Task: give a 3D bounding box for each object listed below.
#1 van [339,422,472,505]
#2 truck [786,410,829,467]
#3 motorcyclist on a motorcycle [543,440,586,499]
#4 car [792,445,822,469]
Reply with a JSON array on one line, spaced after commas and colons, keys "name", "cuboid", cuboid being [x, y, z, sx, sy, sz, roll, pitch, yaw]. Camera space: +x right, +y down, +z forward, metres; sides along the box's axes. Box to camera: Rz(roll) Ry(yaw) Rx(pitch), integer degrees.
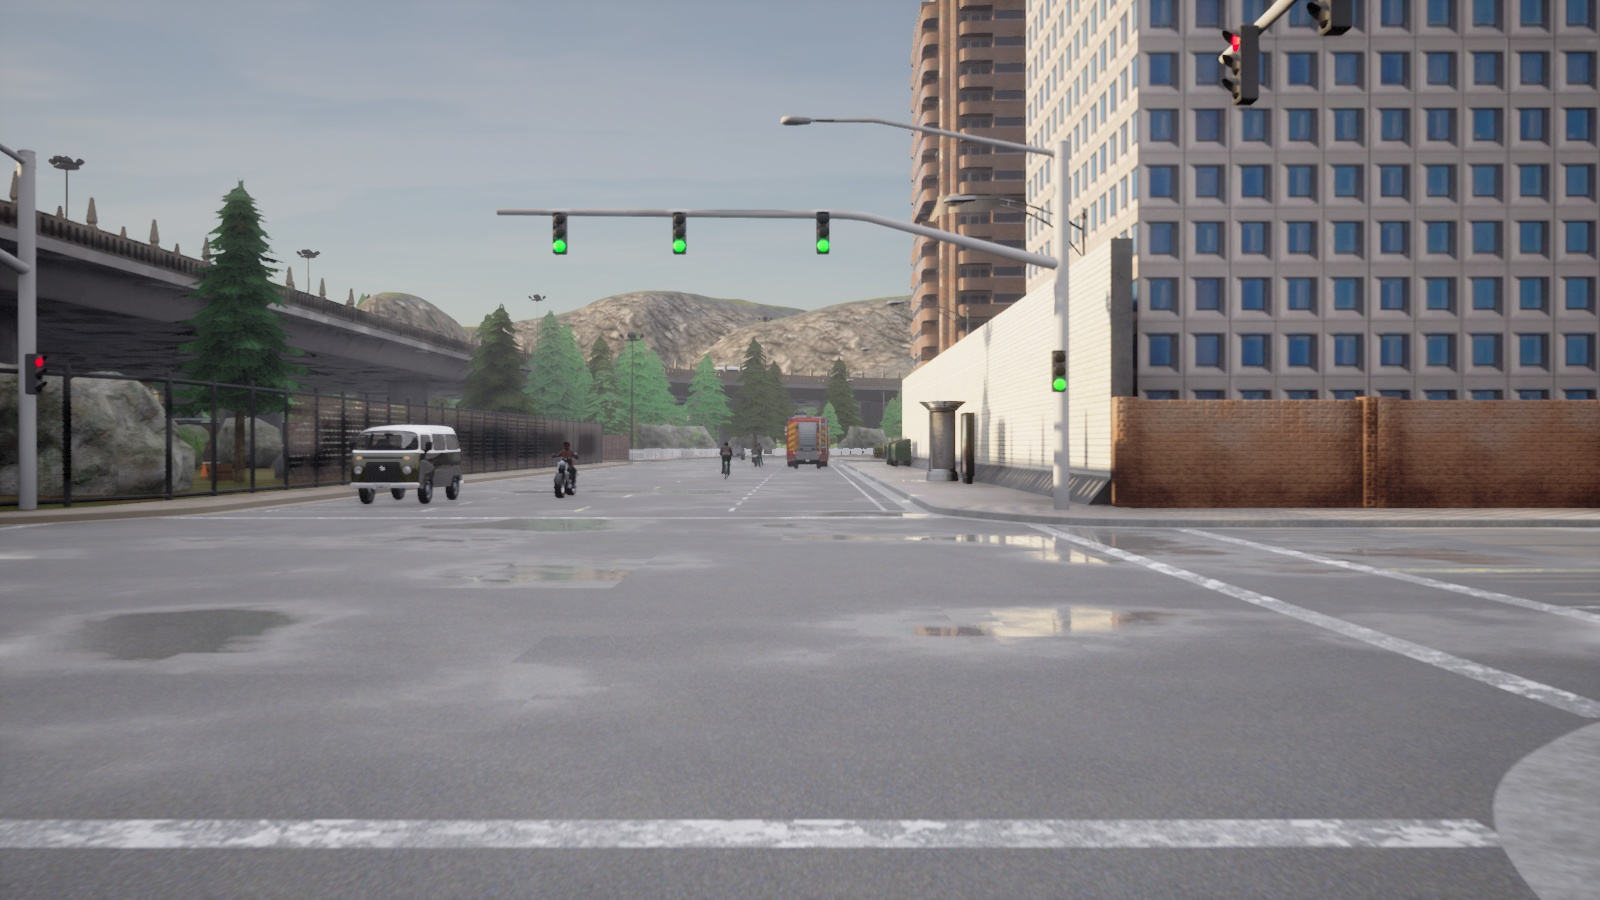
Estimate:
[{"name": "van", "cuboid": [-10.296, 0.326, 33.116, 2.069, 2.038, 4.480, 0, 0, 0]}, {"name": "truck", "cuboid": [0.514, -0.779, 88.453, 2.891, 3.827, 8.468, 0, 0, 0]}, {"name": "motorcyclist on a motorcycle", "cuboid": [-6.778, 0.544, 36.237, 0.766, 1.649, 2.350, 0, 0, 0]}, {"name": "car", "cuboid": [0.469, 0.438, 79.120, 1.845, 1.501, 3.633, 0, 0, 0]}]
